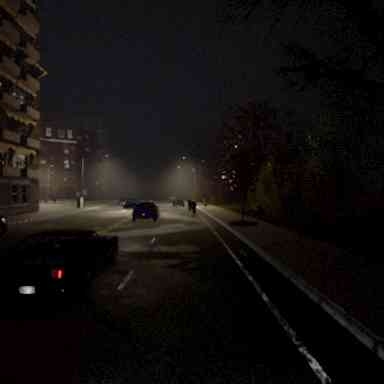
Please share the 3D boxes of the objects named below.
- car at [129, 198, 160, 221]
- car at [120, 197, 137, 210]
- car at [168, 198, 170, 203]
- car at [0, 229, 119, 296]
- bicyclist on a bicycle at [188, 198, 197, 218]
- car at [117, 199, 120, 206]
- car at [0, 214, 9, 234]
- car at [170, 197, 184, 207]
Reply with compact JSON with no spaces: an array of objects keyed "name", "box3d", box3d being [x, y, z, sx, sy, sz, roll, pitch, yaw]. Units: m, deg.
[{"name":"car","box3d":[-3.807,1.574,27.900,1.882,1.535,5.008,0,0,-2]},{"name":"car","box3d":[-8.252,1.510,45.879,2.097,1.767,4.553,0,0,-4]},{"name":"car","box3d":[-4.143,1.759,73.942,2.128,1.511,4.902,0,0,-7]},{"name":"car","box3d":[-3.242,1.633,8.721,1.895,1.301,4.718,0,0,-1]},{"name":"bicyclist on a bicycle","box3d":[0.175,1.552,29.469,0.582,1.620,1.656,0,0,-2]},{"name":"car","box3d":[-12.692,1.739,61.528,1.812,1.442,4.674,0,0,-8]},{"name":"car","box3d":[-10.068,1.548,14.751,2.128,1.511,4.902,0,0,-1]},{"name":"car","box3d":[-2.327,1.687,55.735,1.837,1.490,4.892,0,0,-4]}]
